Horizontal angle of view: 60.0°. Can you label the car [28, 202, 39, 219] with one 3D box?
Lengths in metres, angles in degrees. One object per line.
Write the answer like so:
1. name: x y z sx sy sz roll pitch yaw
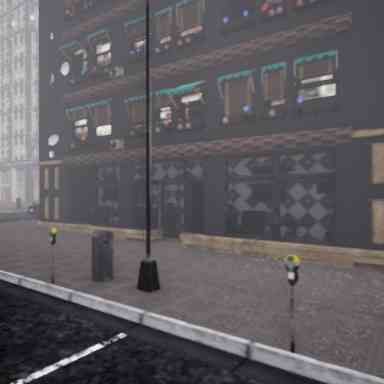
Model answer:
1. car: -9.865 1.249 24.620 1.947 1.339 4.313 1 2 35
